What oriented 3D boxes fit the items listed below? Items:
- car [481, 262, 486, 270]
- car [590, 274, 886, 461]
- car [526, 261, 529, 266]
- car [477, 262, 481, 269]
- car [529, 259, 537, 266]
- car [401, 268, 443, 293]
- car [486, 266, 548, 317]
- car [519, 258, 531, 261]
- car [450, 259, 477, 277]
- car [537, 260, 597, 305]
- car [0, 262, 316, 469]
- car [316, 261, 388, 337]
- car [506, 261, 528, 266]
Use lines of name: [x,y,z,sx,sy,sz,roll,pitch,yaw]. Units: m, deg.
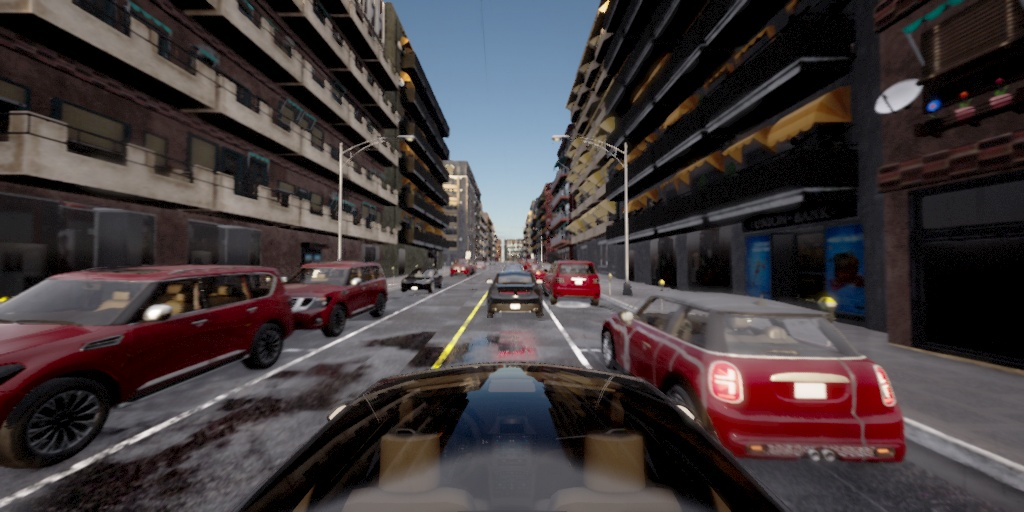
car: [-5.315,1.609,60.418,1.802,1.307,4.207,0,0,0]
car: [2.575,1.201,5.053,1.967,1.591,4.097,0,0,0]
car: [2.534,1.479,38.239,1.802,1.307,4.207,0,0,0]
car: [-5.315,1.472,43.826,1.888,1.381,4.507,0,0,0]
car: [2.533,1.284,27.177,1.967,1.591,4.097,0,0,0]
car: [-5.315,1.386,21.706,1.948,1.339,4.313,0,0,0]
car: [0.099,1.294,13.341,1.837,1.490,4.892,0,0,0]
car: [2.534,1.273,49.301,2.192,1.841,5.009,0,0,0]
car: [-5.315,1.212,38.294,2.192,1.841,5.009,0,0,0]
car: [2.534,1.113,16.115,2.192,1.841,5.009,0,0,0]
car: [-5.315,1.075,5.114,2.192,1.841,5.009,0,0,0]
car: [-5.315,1.094,10.644,2.192,1.841,5.009,0,0,0]
car: [0.100,1.412,31.644,2.033,1.411,5.357,0,0,0]
